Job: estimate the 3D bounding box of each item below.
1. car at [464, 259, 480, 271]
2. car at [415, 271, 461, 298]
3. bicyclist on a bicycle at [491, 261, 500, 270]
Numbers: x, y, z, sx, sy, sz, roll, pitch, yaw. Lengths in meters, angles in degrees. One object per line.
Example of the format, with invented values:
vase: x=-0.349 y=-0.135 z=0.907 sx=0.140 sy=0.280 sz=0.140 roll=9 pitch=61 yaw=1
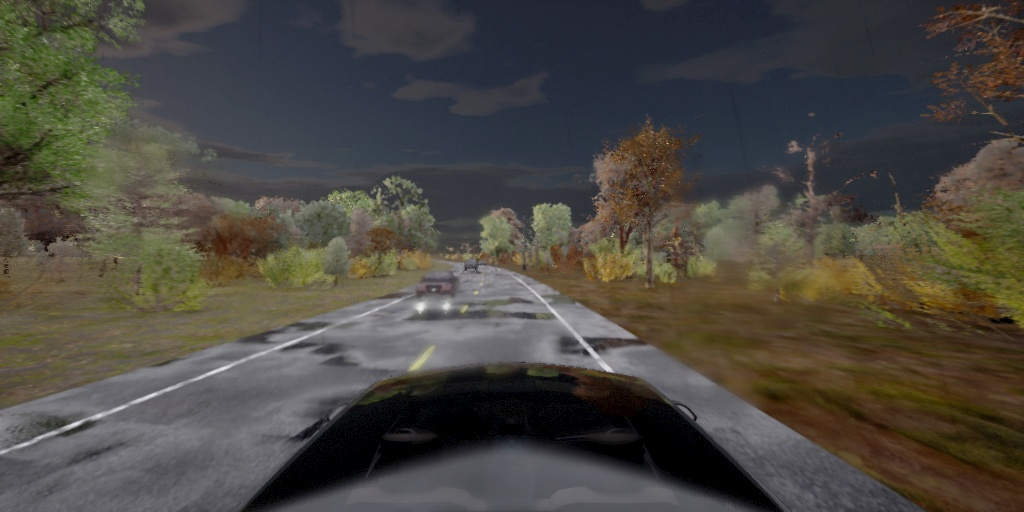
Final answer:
car: x=-6.952 y=1.521 z=61.167 sx=2.150 sy=2.045 sz=5.566 roll=0 pitch=0 yaw=-6
car: x=-3.951 y=1.506 z=19.794 sx=1.994 sy=1.385 sz=4.181 roll=0 pitch=-1 yaw=-2
bicyclist on a bicycle: x=-2.834 y=1.755 z=64.719 sx=0.866 sy=1.612 sz=1.509 roll=0 pitch=-1 yaw=-7
